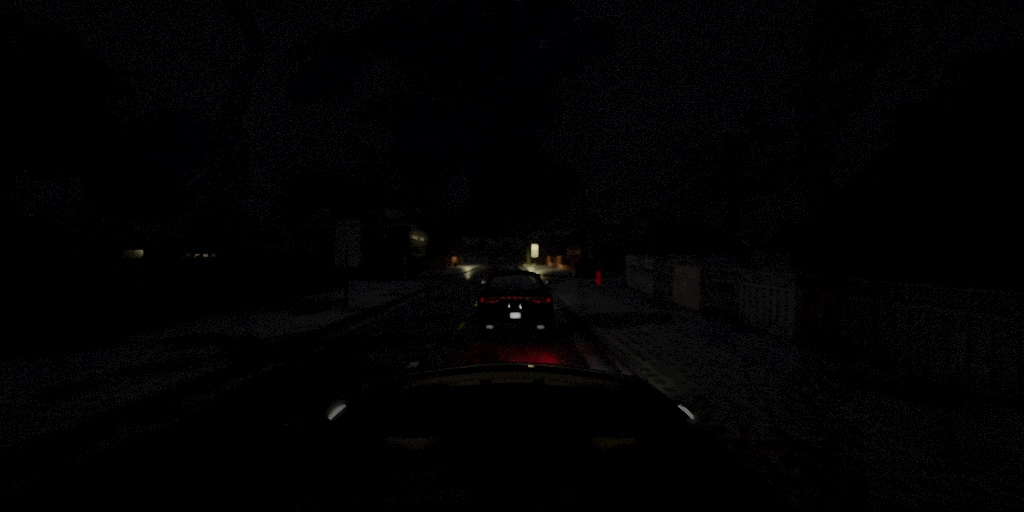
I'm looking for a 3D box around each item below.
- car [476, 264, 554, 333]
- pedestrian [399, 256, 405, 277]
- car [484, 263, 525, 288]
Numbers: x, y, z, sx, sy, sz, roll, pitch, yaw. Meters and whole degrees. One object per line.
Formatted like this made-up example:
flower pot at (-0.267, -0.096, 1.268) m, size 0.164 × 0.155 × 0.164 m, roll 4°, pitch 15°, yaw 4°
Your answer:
car at (0.082, 1.143, 10.490) m, size 1.882 × 1.535 × 5.008 m, roll 0°, pitch 1°, yaw 0°
pedestrian at (-9.697, 0.895, 31.514) m, size 0.375 × 1.860 × 0.375 m, roll 0°, pitch -1°, yaw 1°
car at (-0.613, 1.163, 23.060) m, size 1.895 × 1.301 × 4.718 m, roll -1°, pitch 1°, yaw -11°
